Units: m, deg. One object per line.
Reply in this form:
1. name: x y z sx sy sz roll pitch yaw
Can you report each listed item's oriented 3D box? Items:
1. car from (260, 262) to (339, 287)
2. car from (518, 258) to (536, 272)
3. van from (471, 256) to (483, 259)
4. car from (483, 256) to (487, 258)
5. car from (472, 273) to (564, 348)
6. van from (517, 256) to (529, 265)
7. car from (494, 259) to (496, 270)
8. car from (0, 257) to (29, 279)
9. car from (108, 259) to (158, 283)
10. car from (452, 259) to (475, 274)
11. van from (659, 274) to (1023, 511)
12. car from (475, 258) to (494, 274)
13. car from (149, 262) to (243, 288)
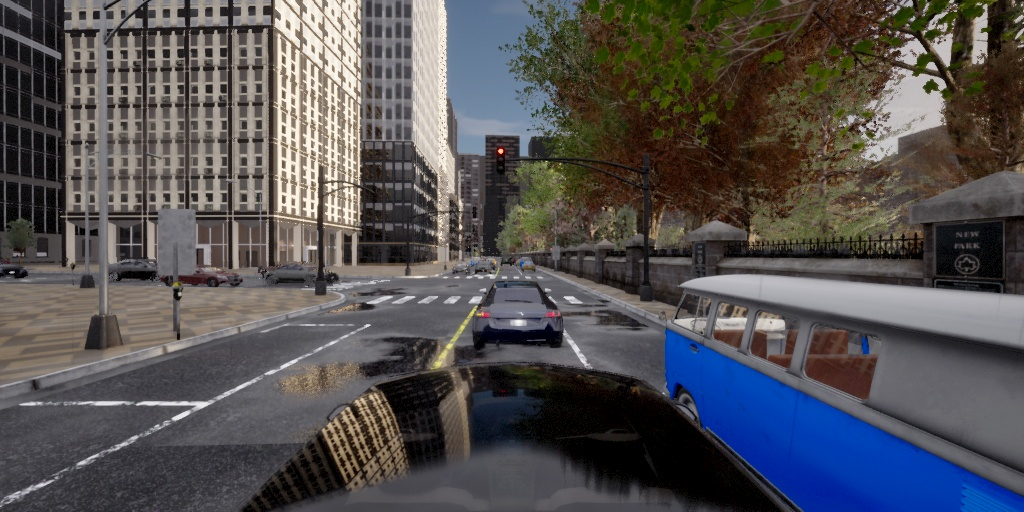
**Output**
1. car: -13.400 1.179 23.024 4.181 1.385 1.994 1 0 6
2. car: 2.116 1.260 46.357 1.751 1.417 4.829 0 0 -1
3. van: -6.330 1.063 62.479 1.690 1.789 3.998 0 0 -2
4. car: -3.666 1.201 61.281 1.882 1.535 5.008 0 0 -1
5. car: 0.098 1.313 9.218 1.994 1.385 4.181 0 0 -1
6. van: 1.992 1.071 51.730 1.690 1.789 3.998 0 0 -1
7. car: -3.415 1.295 50.858 1.994 1.385 4.181 0 0 -2
8. car: -36.139 0.920 24.576 4.181 1.385 1.994 1 0 2
9. car: -24.209 0.983 23.904 4.902 1.511 2.128 1 0 4
10. car: -5.644 1.288 40.304 2.007 1.370 4.403 0 0 -1
11. van: 2.567 1.091 2.639 1.690 1.789 3.998 0 0 0
12. car: -3.229 1.242 40.878 1.837 1.490 4.892 0 0 -3
13. car: -18.158 1.149 20.984 4.207 1.307 1.802 0 0 4
